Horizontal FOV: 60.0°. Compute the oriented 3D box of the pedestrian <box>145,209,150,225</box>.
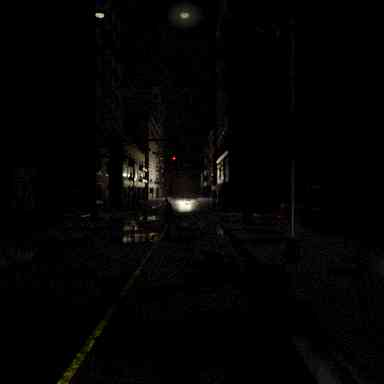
[{"bbox_3d":[-3.082,1.661,22.386,0.500,1.100,0.500,0,0,0],"label":"pedestrian"}]

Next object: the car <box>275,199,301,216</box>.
[{"bbox_3d":[10.752,1.445,33.467,4.553,1.767,2.097,1,0,0],"label":"car"}]

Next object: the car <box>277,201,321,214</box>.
[{"bbox_3d":[11.507,1.665,36.042,4.206,1.307,1.802,1,0,0],"label":"car"}]

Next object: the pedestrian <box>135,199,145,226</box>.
[{"bbox_3d":[-3.387,1.281,21.170,0.375,1.860,0.375,0,0,0],"label":"pedestrian"}]

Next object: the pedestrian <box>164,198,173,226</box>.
[{"bbox_3d":[-1.579,1.280,21.790,0.375,1.860,0.375,0,0,0],"label":"pedestrian"}]
